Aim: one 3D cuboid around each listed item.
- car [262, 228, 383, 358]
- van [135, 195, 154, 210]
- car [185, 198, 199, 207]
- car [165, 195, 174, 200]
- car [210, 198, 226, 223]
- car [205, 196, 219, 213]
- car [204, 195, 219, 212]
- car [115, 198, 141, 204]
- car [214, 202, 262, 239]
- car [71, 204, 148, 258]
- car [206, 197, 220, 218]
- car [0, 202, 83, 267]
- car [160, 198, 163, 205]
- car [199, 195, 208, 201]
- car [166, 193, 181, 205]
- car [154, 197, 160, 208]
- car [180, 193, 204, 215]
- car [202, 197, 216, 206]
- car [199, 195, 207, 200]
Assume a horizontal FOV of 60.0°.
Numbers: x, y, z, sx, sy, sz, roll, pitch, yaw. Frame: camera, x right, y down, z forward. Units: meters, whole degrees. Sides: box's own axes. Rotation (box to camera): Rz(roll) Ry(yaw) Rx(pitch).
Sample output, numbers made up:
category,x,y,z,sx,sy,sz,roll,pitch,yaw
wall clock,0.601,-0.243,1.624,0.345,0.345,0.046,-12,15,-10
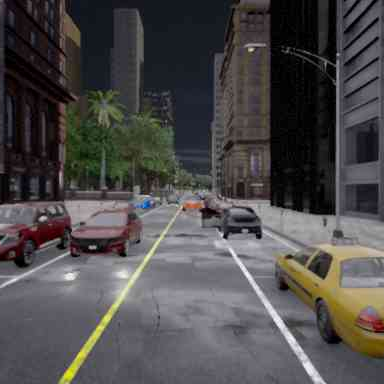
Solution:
category,x,y,z,sx,sy,sz,roll,pitch,yaw
car,2.758,1.515,6.196,1.752,1.417,4.829,0,0,0
van,-5.773,1.286,38.589,1.690,1.788,3.998,0,0,0
car,0.003,1.532,49.313,1.895,1.301,4.718,0,0,0
car,-5.780,1.417,86.727,2.008,1.369,4.403,0,0,0
car,2.753,1.503,27.726,1.887,1.381,4.507,0,0,0
car,2.753,1.471,38.746,1.752,1.417,4.829,0,0,0
car,2.751,1.253,44.001,2.192,1.841,5.009,0,0,0
car,-5.771,1.503,27.737,1.887,1.381,4.507,0,0,0
car,2.352,1.477,17.151,1.837,1.490,4.892,0,0,0
car,-3.102,1.456,12.886,1.882,1.535,5.008,0,0,0
car,2.754,1.503,33.151,2.008,1.369,4.403,0,0,0
car,-5.769,1.296,11.459,2.192,1.841,5.009,0,0,0
car,-5.775,1.504,54.868,1.802,1.307,4.206,0,0,0
car,2.746,1.442,81.289,1.947,1.339,4.313,0,0,0
car,-3.009,1.421,55.632,1.837,1.490,4.892,0,0,0
car,-5.774,1.378,44.016,1.967,1.590,4.097,0,0,0
car,0.017,1.297,38.368,2.097,1.767,4.553,0,0,0
car,2.750,1.488,54.852,1.947,1.339,4.313,0,0,0
car,2.745,1.432,86.709,1.947,1.339,4.313,0,0,0
